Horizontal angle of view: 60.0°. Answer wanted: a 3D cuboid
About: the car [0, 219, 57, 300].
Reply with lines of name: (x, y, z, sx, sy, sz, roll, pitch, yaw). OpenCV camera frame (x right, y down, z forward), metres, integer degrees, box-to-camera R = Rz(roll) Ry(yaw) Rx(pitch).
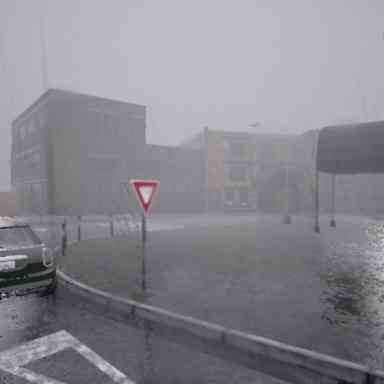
car: (-4.992, 1.402, 7.763, 4.553, 1.767, 2.097, 0, 0, 45)
